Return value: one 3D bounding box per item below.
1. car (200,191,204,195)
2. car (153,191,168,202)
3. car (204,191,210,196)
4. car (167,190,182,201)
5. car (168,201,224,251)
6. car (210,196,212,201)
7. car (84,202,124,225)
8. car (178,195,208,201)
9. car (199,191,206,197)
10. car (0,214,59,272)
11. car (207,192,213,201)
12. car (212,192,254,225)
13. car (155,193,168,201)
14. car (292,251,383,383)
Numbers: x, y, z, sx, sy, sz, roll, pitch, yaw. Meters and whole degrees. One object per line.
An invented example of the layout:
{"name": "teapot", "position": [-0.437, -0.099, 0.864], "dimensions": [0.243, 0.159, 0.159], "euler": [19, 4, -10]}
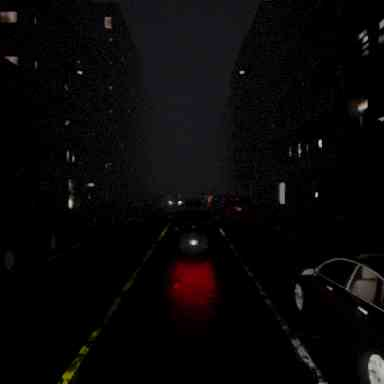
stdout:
{"name": "car", "position": [2.847, 0.865, 61.588], "dimensions": [1.752, 1.417, 4.829], "euler": [-1, 1, 0]}
{"name": "car", "position": [-5.548, 0.966, 55.761], "dimensions": [1.947, 1.339, 4.313], "euler": [-1, 1, 0]}
{"name": "car", "position": [3.246, 0.825, 48.714], "dimensions": [2.097, 1.767, 4.553], "euler": [0, 1, 0]}
{"name": "car", "position": [-2.896, 0.723, 58.544], "dimensions": [2.097, 1.767, 4.553], "euler": [0, 1, 1]}
{"name": "car", "position": [0.082, 1.356, 13.283], "dimensions": [1.837, 1.490, 4.892], "euler": [0, 1, 1]}
{"name": "car", "position": [2.755, 1.222, 27.482], "dimensions": [1.752, 1.417, 4.829], "euler": [-1, 1, 0]}
{"name": "car", "position": [-5.641, 1.304, 21.654], "dimensions": [1.887, 1.381, 4.507], "euler": [-1, 1, 0]}
{"name": "car", "position": [0.127, 1.250, 28.549], "dimensions": [1.994, 1.385, 4.181], "euler": [0, 1, 1]}
{"name": "car", "position": [2.939, 0.555, 95.524], "dimensions": [2.008, 1.369, 4.403], "euler": [-1, 1, 0]}
{"name": "car", "position": [-5.672, 1.428, 10.285], "dimensions": [1.887, 1.381, 4.507], "euler": [-1, 1, 0]}
{"name": "car", "position": [3.260, 1.049, 41.746], "dimensions": [1.837, 1.490, 4.892], "euler": [0, 1, 0]}
{"name": "car", "position": [2.736, 1.074, 21.626], "dimensions": [2.192, 1.841, 5.009], "euler": [-1, 1, 0]}
{"name": "car", "position": [-5.533, 0.908, 61.445], "dimensions": [1.947, 1.339, 4.313], "euler": [-1, 1, 0]}
{"name": "car", "position": [2.694, 1.497, 4.575], "dimensions": [2.008, 1.369, 4.403], "euler": [-1, 1, 0]}
